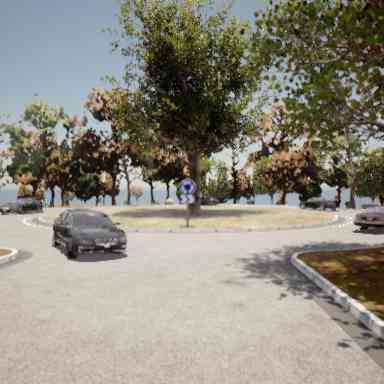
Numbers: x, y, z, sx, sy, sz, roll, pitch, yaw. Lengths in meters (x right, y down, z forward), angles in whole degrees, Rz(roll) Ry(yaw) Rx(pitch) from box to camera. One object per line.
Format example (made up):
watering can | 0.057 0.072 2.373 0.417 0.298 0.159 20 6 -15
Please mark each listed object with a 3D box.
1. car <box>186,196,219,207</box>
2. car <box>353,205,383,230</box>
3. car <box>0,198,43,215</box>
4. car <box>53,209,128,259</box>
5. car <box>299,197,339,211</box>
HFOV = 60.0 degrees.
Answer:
car | 1.435 1.319 46.523 4.674 1.442 1.812 0 0 7
car | 11.267 1.456 19.132 5.357 1.411 2.033 0 0 -40
car | -16.257 1.359 31.908 2.128 1.511 4.902 0 0 7
car | -3.961 1.451 12.559 1.837 1.490 4.892 3 -1 -32
car | 14.226 1.315 37.537 2.128 1.511 4.902 0 0 -23
